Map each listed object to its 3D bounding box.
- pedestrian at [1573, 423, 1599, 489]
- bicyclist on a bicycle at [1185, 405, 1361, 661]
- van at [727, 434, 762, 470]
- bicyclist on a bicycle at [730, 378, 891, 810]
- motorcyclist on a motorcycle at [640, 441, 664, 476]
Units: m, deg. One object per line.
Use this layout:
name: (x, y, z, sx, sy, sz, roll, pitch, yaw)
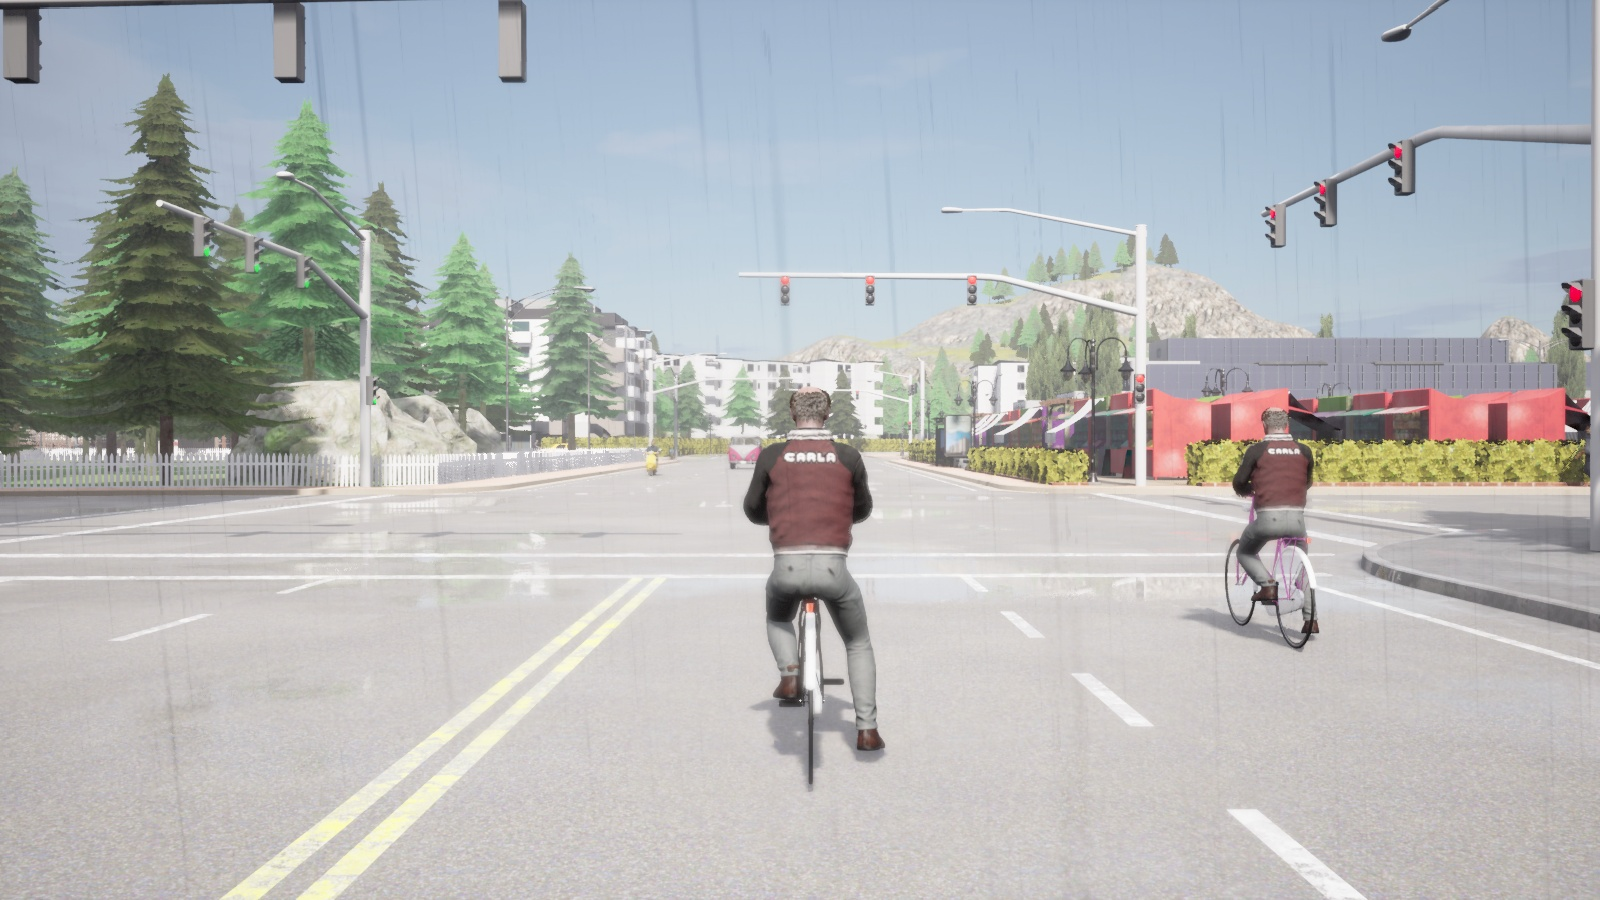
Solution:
pedestrian: (22.439, 0.162, 35.596, 0.694, 1.848, 0.540, 0, 0, 2)
bicyclist on a bicycle: (3.567, 0.565, 9.639, 0.659, 1.776, 1.843, 0, 1, 0)
van: (-3.099, 0.094, 71.396, 1.775, 1.987, 4.442, 0, 0, 0)
bicyclist on a bicycle: (0.048, 0.583, 6.078, 0.659, 1.776, 1.843, 0, 1, 0)
motorcyclist on a motorcycle: (-6.679, 0.374, 56.680, 0.866, 1.590, 1.817, 0, 0, 0)
